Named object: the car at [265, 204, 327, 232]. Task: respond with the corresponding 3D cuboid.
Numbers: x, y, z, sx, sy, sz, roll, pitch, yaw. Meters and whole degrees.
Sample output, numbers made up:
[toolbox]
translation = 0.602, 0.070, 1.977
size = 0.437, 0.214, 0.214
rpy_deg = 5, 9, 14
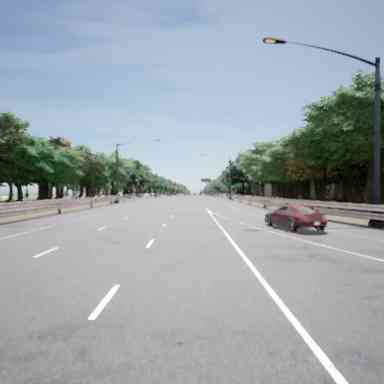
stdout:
[car]
translation = 5.906, 1.433, 19.224
size = 1.812, 1.442, 4.674
rpy_deg = 0, 0, -12
